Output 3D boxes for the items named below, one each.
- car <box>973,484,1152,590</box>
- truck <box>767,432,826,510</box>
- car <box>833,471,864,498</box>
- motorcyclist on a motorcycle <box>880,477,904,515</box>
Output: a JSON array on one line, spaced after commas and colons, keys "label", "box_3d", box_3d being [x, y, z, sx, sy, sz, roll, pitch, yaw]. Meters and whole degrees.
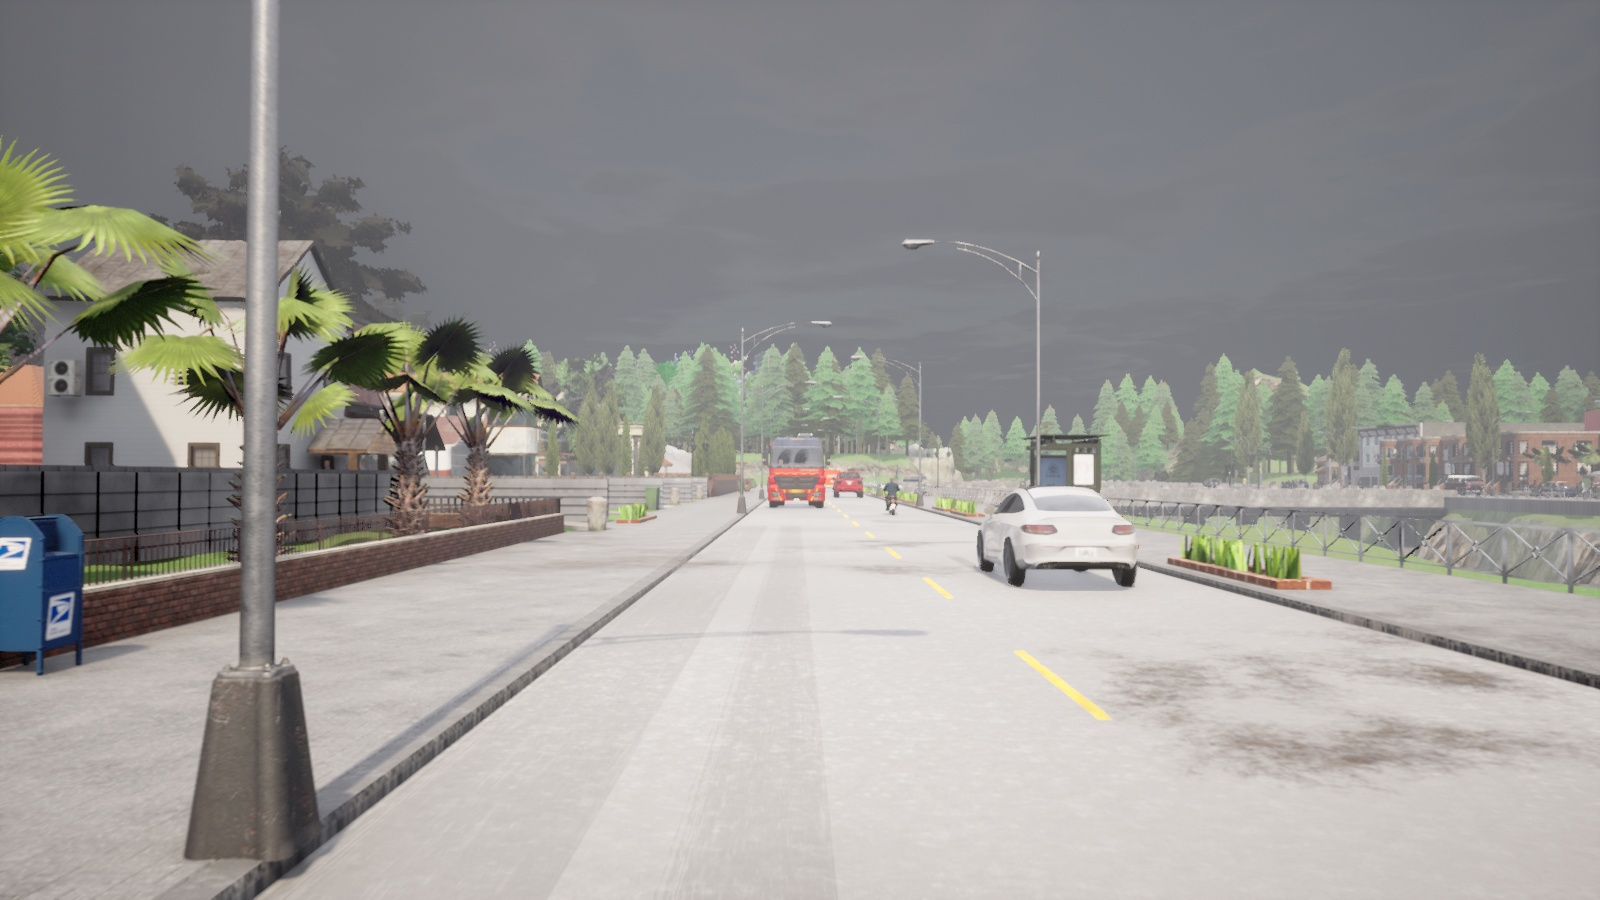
[{"label": "car", "box_3d": [3.952, 1.264, 19.704, 1.812, 1.442, 4.674, 0, -1, 0]}, {"label": "truck", "box_3d": [-0.166, 1.107, 66.163, 2.891, 3.827, 8.468, 0, -1, 0]}, {"label": "car", "box_3d": [3.762, 2.665, 97.746, 2.150, 2.045, 5.566, 0, -1, 0]}, {"label": "motorcyclist on a motorcycle", "box_3d": [3.871, 1.919, 52.910, 0.866, 1.590, 1.817, 0, -1, 0]}]
